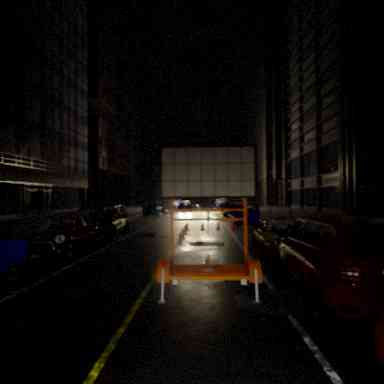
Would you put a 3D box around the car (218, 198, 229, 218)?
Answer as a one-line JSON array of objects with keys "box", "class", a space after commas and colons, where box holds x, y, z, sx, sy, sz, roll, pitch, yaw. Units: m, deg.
[{"box": [4.281, 1.695, 35.151, 2.192, 1.841, 5.009, 0, -1, 2], "class": "car"}]

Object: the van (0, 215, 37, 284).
[{"box": [-5.386, 1.476, 7.467, 1.690, 1.788, 3.998, 0, -1, 2], "class": "van"}]

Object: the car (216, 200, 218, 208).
[{"box": [4.742, 2.054, 46.357, 1.887, 1.381, 4.507, 0, -1, 2], "class": "car"}]

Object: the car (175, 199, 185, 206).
[{"box": [-2.628, 2.353, 74.719, 1.967, 1.590, 4.097, 0, -1, 2], "class": "car"}]

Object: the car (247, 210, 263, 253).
[{"box": [3.370, 1.650, 12.903, 1.752, 1.417, 4.829, 0, -1, 2], "class": "car"}]

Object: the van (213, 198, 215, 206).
[{"box": [5.429, 2.047, 63.171, 1.690, 1.788, 3.998, 0, -1, 2], "class": "van"}]

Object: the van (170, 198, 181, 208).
[{"box": [-3.089, 2.123, 63.511, 1.690, 1.788, 3.998, 0, -1, 2], "class": "van"}]

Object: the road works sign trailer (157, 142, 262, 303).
[{"box": [0.412, 0.561, 8.423, 2.380, 3.560, 2.880, -1, -1, 2], "class": "road works sign trailer"}]

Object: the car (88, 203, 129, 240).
[{"box": [-4.927, 1.578, 18.676, 2.192, 1.841, 5.009, 0, -1, 2], "class": "car"}]

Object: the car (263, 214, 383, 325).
[{"box": [3.132, 1.374, 7.131, 2.192, 1.841, 5.009, 0, -1, 2], "class": "car"}]

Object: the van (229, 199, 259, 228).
[{"box": [3.821, 1.592, 23.943, 1.690, 1.788, 3.998, 0, -1, 2], "class": "van"}]

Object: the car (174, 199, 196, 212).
[{"box": [-0.944, 2.082, 48.954, 2.128, 1.511, 4.902, -1, -1, 3], "class": "car"}]

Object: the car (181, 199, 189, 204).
[{"box": [-1.946, 2.638, 91.361, 1.752, 1.417, 4.829, -1, -1, 2], "class": "car"}]

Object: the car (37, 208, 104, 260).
[{"box": [-5.155, 1.639, 13.070, 1.967, 1.590, 4.097, 0, -1, 2], "class": "car"}]

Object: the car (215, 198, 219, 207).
[{"box": [4.971, 2.015, 51.962, 1.967, 1.590, 4.097, 0, -1, 2], "class": "car"}]

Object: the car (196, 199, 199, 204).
[{"box": [0.692, 2.402, 88.308, 2.097, 1.767, 4.553, -1, -1, 2], "class": "car"}]

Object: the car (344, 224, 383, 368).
[{"box": [2.902, 1.310, 1.527, 2.192, 1.841, 5.009, 0, -1, 2], "class": "car"}]

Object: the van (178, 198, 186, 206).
[{"box": [-2.399, 2.320, 80.324, 1.690, 1.788, 3.998, 0, -1, 2], "class": "van"}]

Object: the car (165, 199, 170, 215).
[{"box": [-4.008, 1.836, 41.094, 2.192, 1.841, 5.009, 0, -1, 2], "class": "car"}]

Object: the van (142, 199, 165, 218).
[{"box": [-4.237, 1.797, 35.489, 1.690, 1.788, 3.998, 0, -1, 2], "class": "van"}]
